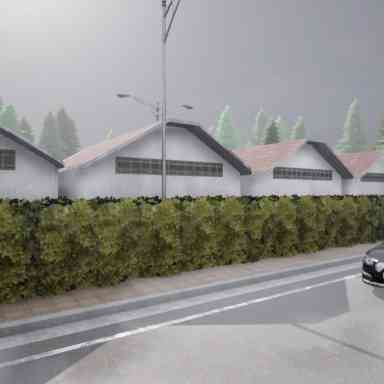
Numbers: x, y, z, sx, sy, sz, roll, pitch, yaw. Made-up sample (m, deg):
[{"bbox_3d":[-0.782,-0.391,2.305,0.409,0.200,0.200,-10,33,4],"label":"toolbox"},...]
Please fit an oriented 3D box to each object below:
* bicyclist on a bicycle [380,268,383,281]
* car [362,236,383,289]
[{"bbox_3d":[4.327,1.276,5.749,1.656,1.620,0.582,10,44,9],"label":"bicyclist on a bicycle"},{"bbox_3d":[6.074,1.491,8.062,4.902,1.511,2.128,0,0,-34],"label":"car"}]
